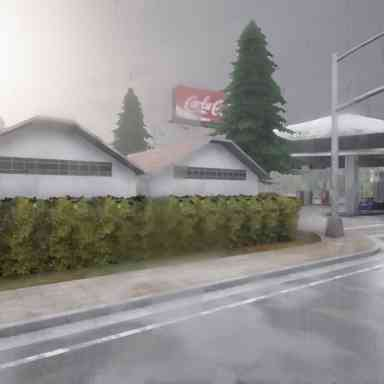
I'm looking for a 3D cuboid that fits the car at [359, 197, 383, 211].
[{"bbox_3d":[21.818,1.480,40.006,4.611,1.667,2.242,0,0,-36],"label":"car"}]

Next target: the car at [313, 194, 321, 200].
[{"bbox_3d":[32.903,1.330,89.496,2.152,1.636,5.027,0,0,-36],"label":"car"}]
